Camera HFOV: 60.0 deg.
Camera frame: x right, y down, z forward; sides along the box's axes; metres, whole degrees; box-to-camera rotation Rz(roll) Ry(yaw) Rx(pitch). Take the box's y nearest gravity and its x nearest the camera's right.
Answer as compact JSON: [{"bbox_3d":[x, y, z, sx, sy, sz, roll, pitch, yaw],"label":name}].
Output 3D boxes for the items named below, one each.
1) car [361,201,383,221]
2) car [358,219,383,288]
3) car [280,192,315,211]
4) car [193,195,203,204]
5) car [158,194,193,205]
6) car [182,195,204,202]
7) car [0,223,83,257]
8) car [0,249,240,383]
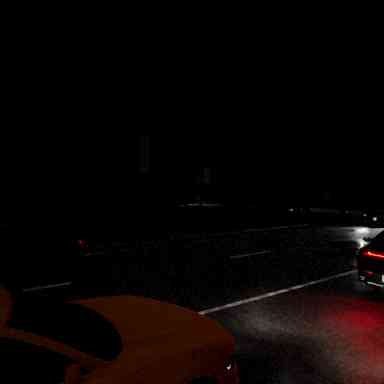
[{"bbox_3d":[12.692,1.355,21.567,4.892,1.490,1.837,-1,3,-44],"label":"car"},{"bbox_3d":[5.869,1.468,7.951,4.892,1.490,1.837,0,0,-36],"label":"car"},{"bbox_3d":[10.693,1.007,36.812,2.150,2.045,5.566,-1,0,-38],"label":"car"},{"bbox_3d":[-0.865,1.258,56.774,2.128,1.511,4.902,-1,0,-39],"label":"car"},{"bbox_3d":[-2.645,1.344,53.393,2.033,1.411,5.357,-1,0,-39],"label":"car"},{"bbox_3d":[0.129,1.309,67.003,1.895,1.301,4.718,-1,0,-39],"label":"car"},{"bbox_3d":[-5.118,1.563,8.939,4.181,1.385,1.994,0,0,-36],"label":"car"},{"bbox_3d":[-1.837,1.478,2.419,5.008,1.535,1.882,0,0,-36],"label":"car"}]
